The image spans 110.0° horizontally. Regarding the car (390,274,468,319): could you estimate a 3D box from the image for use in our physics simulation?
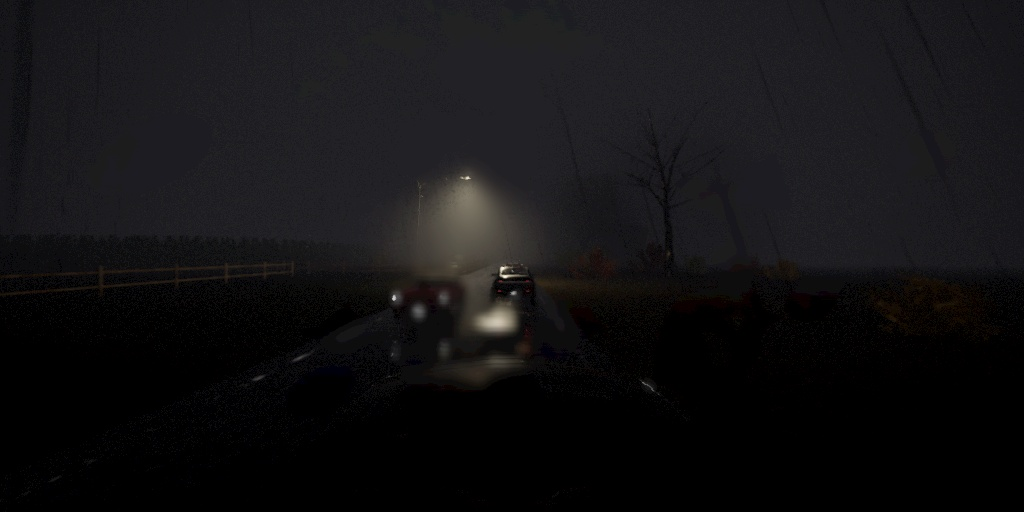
[{"bbox_3d":[-2.755,1.331,12.840,1.895,1.301,4.718,0,0,0],"label":"car"}]

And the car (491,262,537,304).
[{"bbox_3d":[0.092,1.216,16.233,2.128,1.511,4.902,0,0,0],"label":"car"}]
